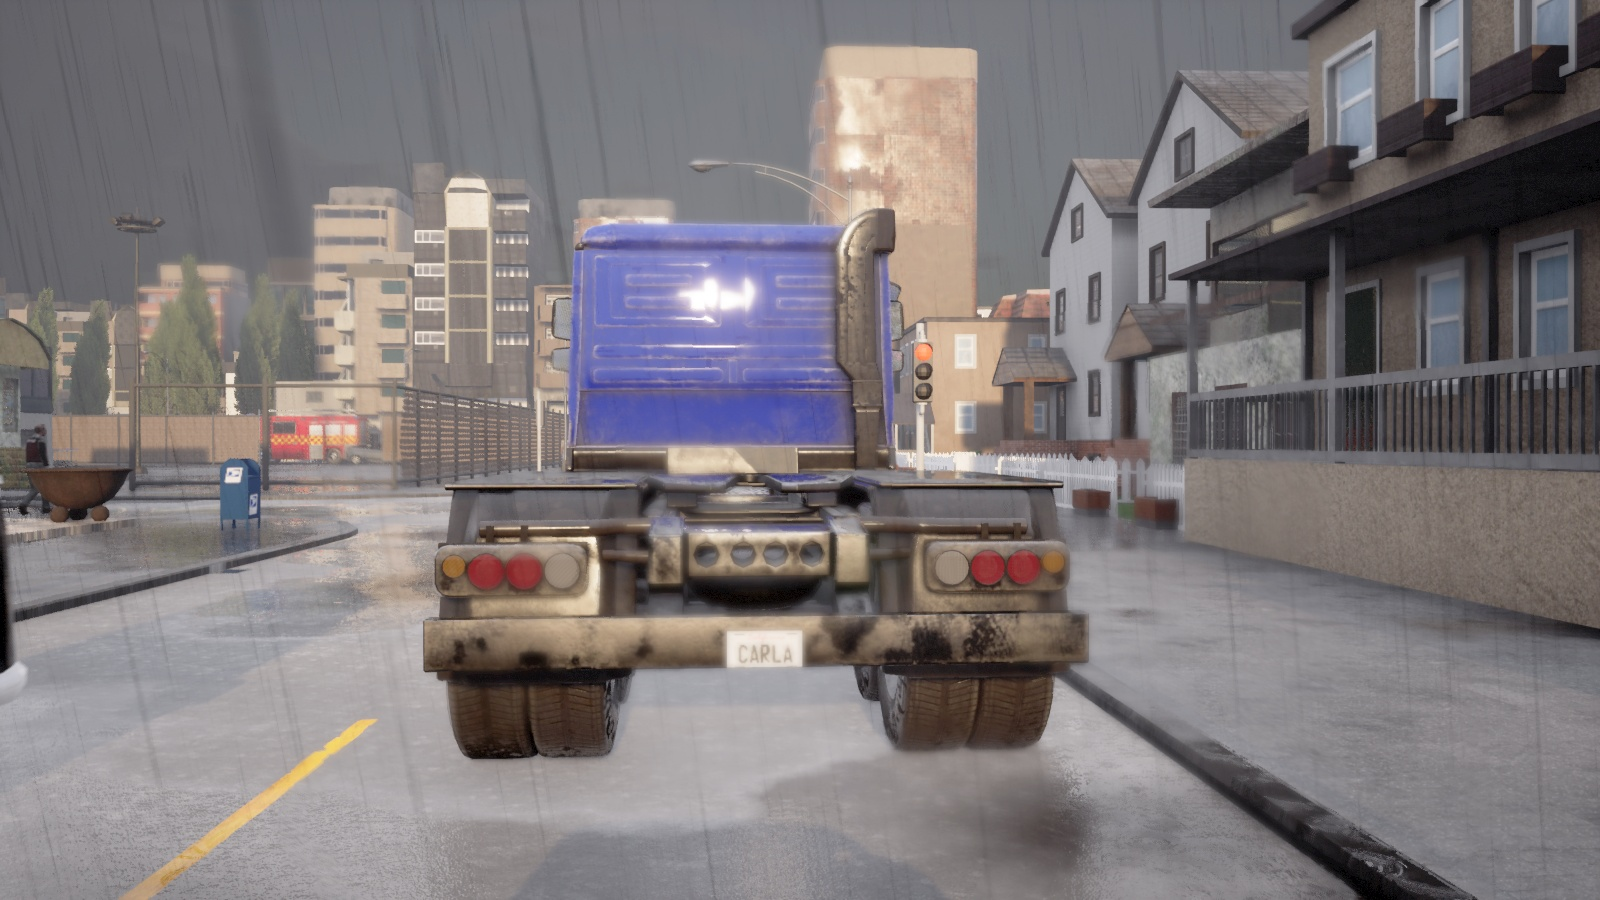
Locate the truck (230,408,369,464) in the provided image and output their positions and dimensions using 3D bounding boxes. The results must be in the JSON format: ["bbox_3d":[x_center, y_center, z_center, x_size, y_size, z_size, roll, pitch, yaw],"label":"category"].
[{"bbox_3d":[-34.798,-0.940,87.533,8.468,3.827,2.891,0,0,-3],"label":"truck"}]

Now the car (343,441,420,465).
[{"bbox_3d":[-27.921,0.197,83.916,4.514,1.525,2.007,0,0,-3],"label":"car"}]

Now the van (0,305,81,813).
[{"bbox_3d":[-4.154,0.448,3.365,2.069,2.038,4.480,0,0,-3],"label":"van"}]

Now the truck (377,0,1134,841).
[{"bbox_3d":[-0.432,-0.285,8.765,2.891,3.462,7.936,0,0,-4],"label":"truck"}]

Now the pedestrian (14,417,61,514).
[{"bbox_3d":[-14.839,0.298,24.444,0.376,1.854,0.720,0,0,17],"label":"pedestrian"}]
